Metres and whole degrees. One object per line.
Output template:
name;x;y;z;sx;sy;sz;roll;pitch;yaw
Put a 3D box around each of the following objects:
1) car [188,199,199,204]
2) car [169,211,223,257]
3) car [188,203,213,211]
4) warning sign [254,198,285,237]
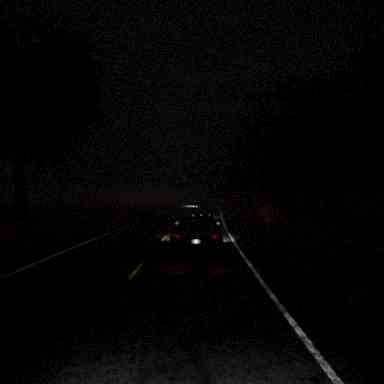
car;0.339;2.057;66.275;1.994;1.385;4.181;0;0;5
car;0.215;1.685;13.443;1.994;1.385;4.181;0;0;2
car;0.879;1.839;28.074;1.895;1.301;4.718;0;0;4
warning sign;3.867;1.268;16.805;1.300;1.860;1.060;2;1;2
